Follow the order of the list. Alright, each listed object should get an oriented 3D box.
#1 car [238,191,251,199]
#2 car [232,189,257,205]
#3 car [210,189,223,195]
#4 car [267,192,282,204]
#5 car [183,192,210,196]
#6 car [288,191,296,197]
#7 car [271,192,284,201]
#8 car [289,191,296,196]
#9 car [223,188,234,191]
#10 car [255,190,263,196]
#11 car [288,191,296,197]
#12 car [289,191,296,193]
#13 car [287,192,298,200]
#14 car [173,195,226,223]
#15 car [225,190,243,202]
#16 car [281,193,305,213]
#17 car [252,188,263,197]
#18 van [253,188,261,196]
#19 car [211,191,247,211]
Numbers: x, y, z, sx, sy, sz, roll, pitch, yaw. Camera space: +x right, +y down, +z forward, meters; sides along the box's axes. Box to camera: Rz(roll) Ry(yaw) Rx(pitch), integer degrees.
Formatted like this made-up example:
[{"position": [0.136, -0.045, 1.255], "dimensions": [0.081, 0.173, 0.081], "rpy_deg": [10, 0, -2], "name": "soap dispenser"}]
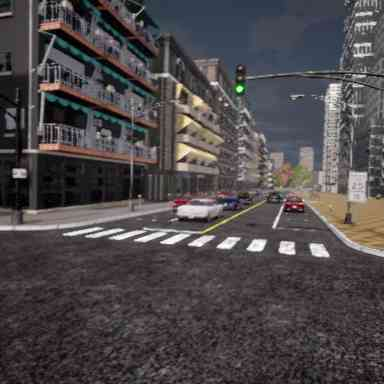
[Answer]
[{"position": [9.501, 0.532, 60.063], "dimensions": [1.802, 1.307, 4.206], "rpy_deg": [1, 1, 17], "name": "car"}, {"position": [6.406, 0.770, 40.535], "dimensions": [1.837, 1.490, 4.892], "rpy_deg": [2, 1, 17], "name": "car"}, {"position": [1.434, 0.716, 32.994], "dimensions": [1.967, 1.590, 4.097], "rpy_deg": [1, 1, 17], "name": "car"}, {"position": [11.566, 0.792, 46.697], "dimensions": [1.837, 1.490, 4.892], "rpy_deg": [2, 1, 17], "name": "car"}, {"position": [-0.182, 0.887, 27.583], "dimensions": [1.887, 1.381, 4.507], "rpy_deg": [1, 1, 17], "name": "car"}, {"position": [24.018, 0.500, 79.552], "dimensions": [1.752, 1.417, 4.829], "rpy_deg": [1, 1, 17], "name": "car"}, {"position": [15.271, 0.687, 59.122], "dimensions": [2.033, 1.411, 5.357], "rpy_deg": [2, 1, 17], "name": "car"}, {"position": [27.196, 0.431, 90.216], "dimensions": [1.802, 1.307, 4.206], "rpy_deg": [1, 1, 17], "name": "car"}, {"position": [4.664, 0.460, 43.819], "dimensions": [2.192, 1.841, 5.009], "rpy_deg": [1, 1, 17], "name": "car"}, {"position": [17.570, 0.210, 87.127], "dimensions": [1.802, 1.307, 4.206], "rpy_deg": [1, 1, 17], "name": "car"}, {"position": [25.583, 0.457, 84.802], "dimensions": [1.887, 1.381, 4.507], "rpy_deg": [1, 1, 17], "name": "car"}, {"position": [15.899, 0.851, 52.323], "dimensions": [2.008, 1.369, 4.403], "rpy_deg": [1, 1, 17], "name": "car"}, {"position": [19.128, 0.714, 63.149], "dimensions": [1.887, 1.381, 4.507], "rpy_deg": [1, 1, 17], "name": "car"}, {"position": [0.609, 1.103, 21.144], "dimensions": [1.895, 1.301, 4.718], "rpy_deg": [2, 1, 17], "name": "car"}, {"position": [6.275, 0.520, 49.233], "dimensions": [1.967, 1.590, 4.097], "rpy_deg": [1, 1, 17], "name": "car"}, {"position": [9.443, 1.106, 30.671], "dimensions": [1.887, 1.381, 4.507], "rpy_deg": [1, 1, 17], "name": "car"}, {"position": [14.347, 0.070, 76.297], "dimensions": [2.192, 1.841, 5.009], "rpy_deg": [1, 1, 17], "name": "car"}, {"position": [15.960, 0.032, 81.710], "dimensions": [1.690, 1.788, 3.998], "rpy_deg": [1, 1, 17], "name": "van"}, {"position": [3.496, 0.948, 30.780], "dimensions": [1.994, 1.385, 4.181], "rpy_deg": [2, 1, 17], "name": "car"}]
